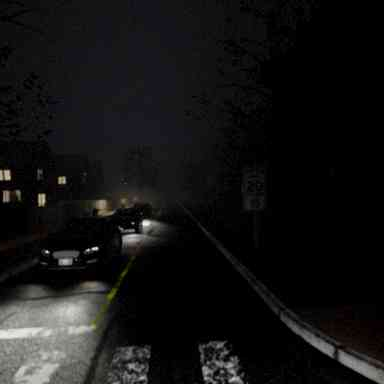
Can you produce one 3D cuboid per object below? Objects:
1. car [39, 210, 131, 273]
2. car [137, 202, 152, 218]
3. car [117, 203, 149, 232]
[{"bbox_3d":[-3.555,1.627,11.360,2.128,1.511,4.902,-2,0,-4],"label":"car"},{"bbox_3d":[-4.935,1.756,32.683,2.128,1.511,4.902,-2,0,-4],"label":"car"},{"bbox_3d":[-4.235,1.747,21.788,2.033,1.411,5.357,-2,0,-4],"label":"car"}]
